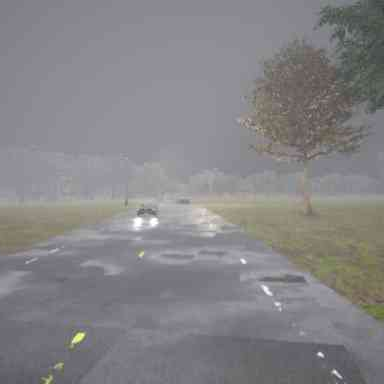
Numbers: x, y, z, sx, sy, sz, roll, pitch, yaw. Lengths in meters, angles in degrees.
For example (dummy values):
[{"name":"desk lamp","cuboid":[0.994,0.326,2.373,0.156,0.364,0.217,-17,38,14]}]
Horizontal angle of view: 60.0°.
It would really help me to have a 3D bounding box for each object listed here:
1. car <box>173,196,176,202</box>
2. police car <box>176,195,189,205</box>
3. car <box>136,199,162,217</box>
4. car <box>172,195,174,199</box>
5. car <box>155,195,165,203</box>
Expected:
[{"name":"car","cuboid":[-2.447,1.642,72.957,1.882,1.535,5.008,0,0,-6]},{"name":"police car","cuboid":[-1.559,1.558,63.070,1.930,1.638,5.238,0,0,-5]},{"name":"car","cuboid":[-4.294,1.669,32.631,1.895,1.301,4.718,0,0,-2]},{"name":"car","cuboid":[-3.046,1.533,78.917,2.097,1.767,4.553,0,0,-6]},{"name":"car","cuboid":[-7.039,1.448,73.157,2.097,1.767,4.553,0,0,-6]}]
